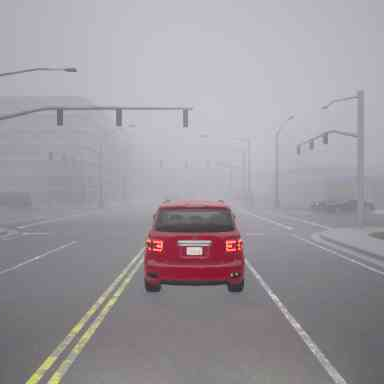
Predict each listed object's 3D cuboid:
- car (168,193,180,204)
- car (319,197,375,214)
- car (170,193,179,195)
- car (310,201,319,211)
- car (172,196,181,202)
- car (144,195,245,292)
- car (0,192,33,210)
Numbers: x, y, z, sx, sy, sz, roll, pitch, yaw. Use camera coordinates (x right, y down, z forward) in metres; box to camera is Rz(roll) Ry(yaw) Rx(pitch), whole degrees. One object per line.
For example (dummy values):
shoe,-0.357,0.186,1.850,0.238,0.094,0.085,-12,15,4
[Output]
car,-3.622,1.225,67.077,2.150,2.045,5.566,0,0,0
car,16.562,1.478,35.079,5.008,1.535,1.882,0,0,0
car,-3.667,1.352,54.633,2.097,1.767,4.553,0,0,0
car,16.103,1.352,38.586,4.553,1.767,2.097,0,0,0
car,-3.610,1.552,77.396,1.994,1.385,4.181,0,0,0
car,0.060,1.221,9.047,2.150,2.045,5.566,0,0,0
car,-22.075,1.063,39.836,5.566,2.045,2.150,1,0,2
